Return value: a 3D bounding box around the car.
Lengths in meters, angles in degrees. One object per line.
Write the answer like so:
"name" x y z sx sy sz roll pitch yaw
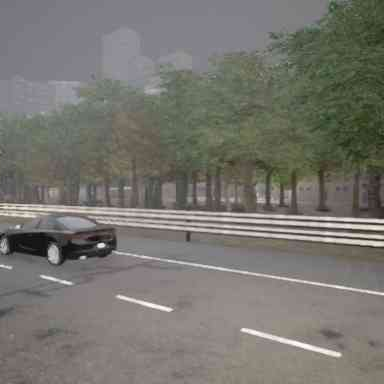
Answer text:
"car" -4.778 1.496 11.584 5.008 1.535 1.882 0 0 36
